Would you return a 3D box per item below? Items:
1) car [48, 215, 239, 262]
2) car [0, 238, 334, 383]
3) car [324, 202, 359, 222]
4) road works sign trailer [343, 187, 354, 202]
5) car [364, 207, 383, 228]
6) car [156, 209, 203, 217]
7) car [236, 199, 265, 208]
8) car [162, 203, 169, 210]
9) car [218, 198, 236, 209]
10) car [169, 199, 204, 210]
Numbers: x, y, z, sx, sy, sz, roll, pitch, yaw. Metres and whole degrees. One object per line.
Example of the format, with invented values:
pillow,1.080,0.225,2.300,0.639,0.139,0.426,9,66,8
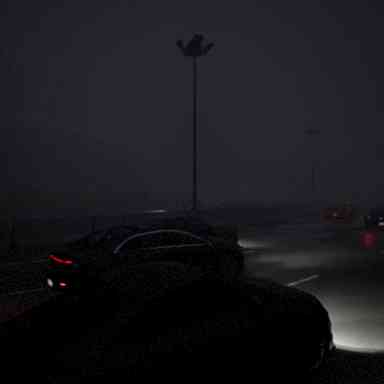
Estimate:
car,-0.828,1.513,7.881,4.902,1.511,2.128,0,0,-39
car,-0.123,1.575,4.034,4.181,1.385,1.994,0,0,-38
car,12.180,1.515,26.928,1.882,1.535,5.008,0,0,36
road works sign trailer,37.034,0.571,79.458,2.380,3.560,2.880,0,0,-8
car,12.661,1.626,21.627,1.895,1.301,4.718,0,0,38
car,-0.574,1.579,12.478,5.357,1.411,2.033,0,0,-42
car,7.107,1.640,38.851,1.994,1.385,4.181,0,0,29
car,-1.812,1.655,44.105,2.033,1.411,5.357,0,0,29
car,4.841,1.593,41.928,1.837,1.490,4.892,0,0,27
car,-0.263,1.586,40.009,2.128,1.511,4.902,0,0,30
